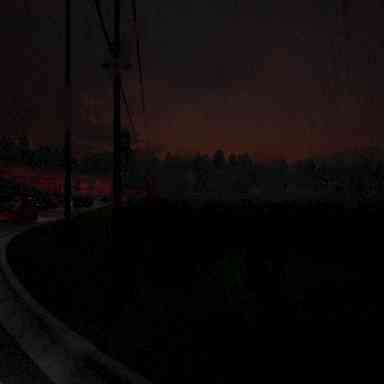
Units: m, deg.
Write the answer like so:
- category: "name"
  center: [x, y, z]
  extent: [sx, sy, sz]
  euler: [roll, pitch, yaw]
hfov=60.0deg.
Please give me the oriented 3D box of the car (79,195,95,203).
- category: "car"
  center: [-21.120, 1.465, 66.875]
  extent: [2.128, 1.511, 4.902]
  euler: [0, 0, -7]

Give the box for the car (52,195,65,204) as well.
- category: "car"
  center: [-23.831, 1.327, 58.955]
  extent: [2.097, 1.767, 4.553]
  euler: [0, 0, -7]

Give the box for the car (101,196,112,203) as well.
- category: "car"
  center: [-18.026, 1.498, 69.953]
  extent: [1.812, 1.442, 4.674]
  euler: [0, 0, -7]

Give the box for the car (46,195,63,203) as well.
- category: "car"
  center: [-28.517, 1.448, 69.131]
  extent: [1.882, 1.535, 5.008]
  euler: [0, 0, -7]

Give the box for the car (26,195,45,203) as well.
- category: "car"
  center: [-31.921, 1.494, 68.032]
  extent: [2.128, 1.511, 4.902]
  euler: [0, 0, -7]

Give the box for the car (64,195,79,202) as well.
- category: "car"
  center: [-24.963, 1.304, 68.784]
  extent: [1.837, 1.490, 4.892]
  euler: [0, 0, -7]

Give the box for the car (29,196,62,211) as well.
- category: "car"
  center: [-18.141, 1.530, 40.961]
  extent: [2.033, 1.411, 5.357]
  euler: [0, 0, -6]

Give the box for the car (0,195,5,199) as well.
- category: "car"
  center: [-30.221, 1.329, 54.124]
  extent: [2.097, 1.767, 4.553]
  euler: [0, 0, -7]

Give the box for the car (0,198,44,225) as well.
- category: "car"
  center: [-12.638, 1.466, 23.810]
  extent: [1.882, 1.535, 5.008]
  euler: [0, 0, -7]

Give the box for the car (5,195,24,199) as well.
- category: "car"
  center: [-26.326, 1.502, 50.895]
  extent: [1.812, 1.442, 4.674]
  euler: [0, 0, -7]

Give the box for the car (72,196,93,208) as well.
- category: "car"
  center: [-15.356, 1.472, 47.424]
  extent: [2.128, 1.511, 4.902]
  euler: [0, 0, -7]
